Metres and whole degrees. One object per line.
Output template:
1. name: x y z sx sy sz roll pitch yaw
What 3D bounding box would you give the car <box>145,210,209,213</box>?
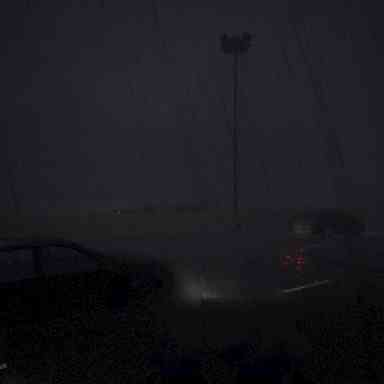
1. car: -1.084 1.601 24.735 4.181 1.385 1.994 0 0 -36

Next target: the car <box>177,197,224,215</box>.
1. car: 0.899 1.409 34.758 4.553 1.767 2.097 0 0 -36

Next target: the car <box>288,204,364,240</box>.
1. car: 7.115 1.547 17.445 4.892 1.490 1.837 0 0 -36

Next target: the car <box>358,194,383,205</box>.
1. car: 33.615 1.393 62.341 5.566 2.045 2.150 0 0 -36

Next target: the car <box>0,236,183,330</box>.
1. car: -2.807 1.551 6.044 5.357 1.411 2.033 0 0 -36
